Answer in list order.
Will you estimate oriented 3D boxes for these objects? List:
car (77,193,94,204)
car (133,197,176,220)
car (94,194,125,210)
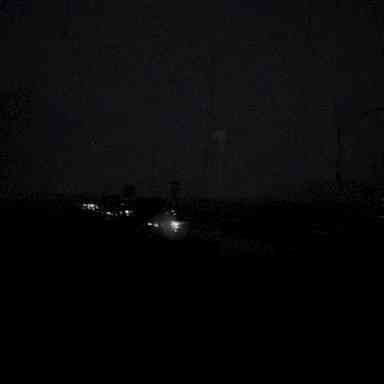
[{"bbox_3d":[-14.509,0.848,45.654,2.128,1.511,4.902,1,0,-28],"label":"car"},{"bbox_3d":[-2.832,1.150,24.167,1.837,1.490,4.892,1,0,-29],"label":"car"},{"bbox_3d":[-8.264,1.013,34.082,1.837,1.490,4.892,1,1,-28],"label":"car"}]
